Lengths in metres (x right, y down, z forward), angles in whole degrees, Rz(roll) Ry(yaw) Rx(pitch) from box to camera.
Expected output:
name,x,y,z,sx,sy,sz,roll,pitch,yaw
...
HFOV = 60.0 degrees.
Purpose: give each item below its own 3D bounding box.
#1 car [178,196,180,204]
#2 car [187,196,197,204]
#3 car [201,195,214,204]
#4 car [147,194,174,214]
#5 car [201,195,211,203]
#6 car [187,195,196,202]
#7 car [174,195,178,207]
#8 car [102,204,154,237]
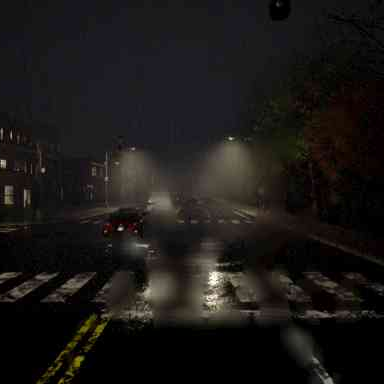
name,x,y,z,sx,sy,sz,roll,pitch,yaw
car,-3.425,1.326,64.666,2.097,1.767,4.553,0,0,0
car,-0.050,1.576,64.475,1.895,1.301,4.718,0,0,0
car,3.205,1.577,63.231,1.895,1.301,4.718,0,0,0
car,-3.429,1.213,35.443,2.150,2.045,5.566,0,0,0
car,3.080,1.494,73.237,2.128,1.511,4.902,0,0,0
car,-0.160,1.510,74.673,2.033,1.411,5.357,0,0,0
car,-3.452,1.486,50.008,1.837,1.490,4.892,0,0,0
car,-3.391,1.559,17.787,1.994,1.385,4.181,0,0,0
